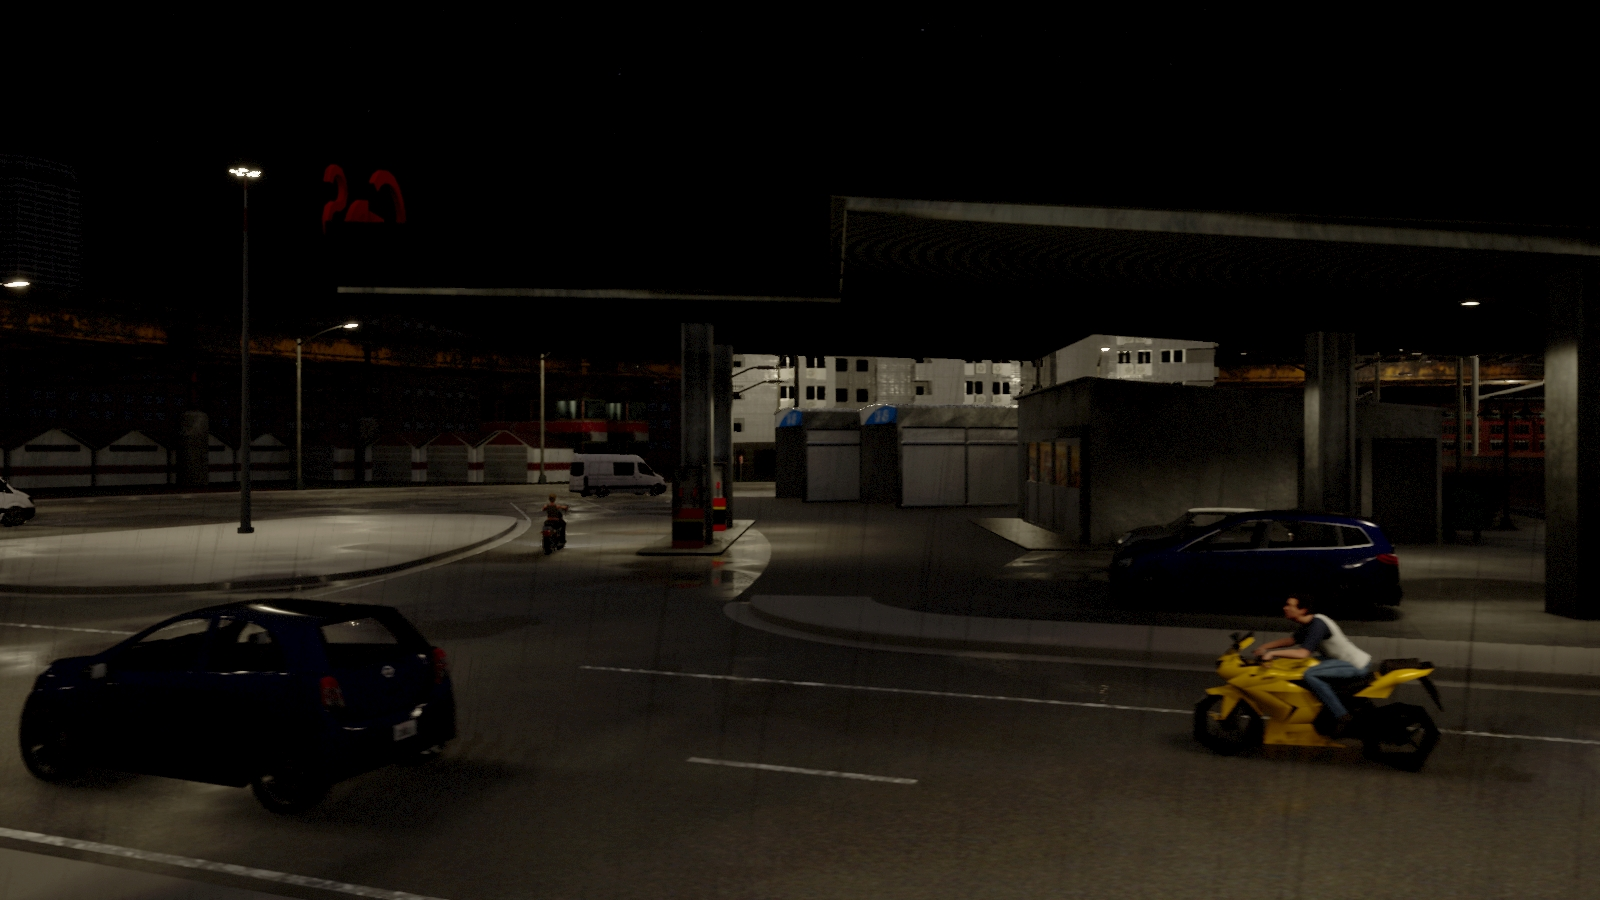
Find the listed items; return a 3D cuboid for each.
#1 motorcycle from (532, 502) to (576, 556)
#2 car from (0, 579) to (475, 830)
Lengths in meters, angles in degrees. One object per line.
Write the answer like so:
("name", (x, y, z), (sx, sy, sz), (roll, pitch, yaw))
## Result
("motorcycle", (-6.728, 2.142, 31.356), (0.764, 1.332, 2.356), (0, 0, -2))
("car", (-4.903, 2.038, 9.878), (3.633, 1.501, 1.845), (0, 0, 20))
